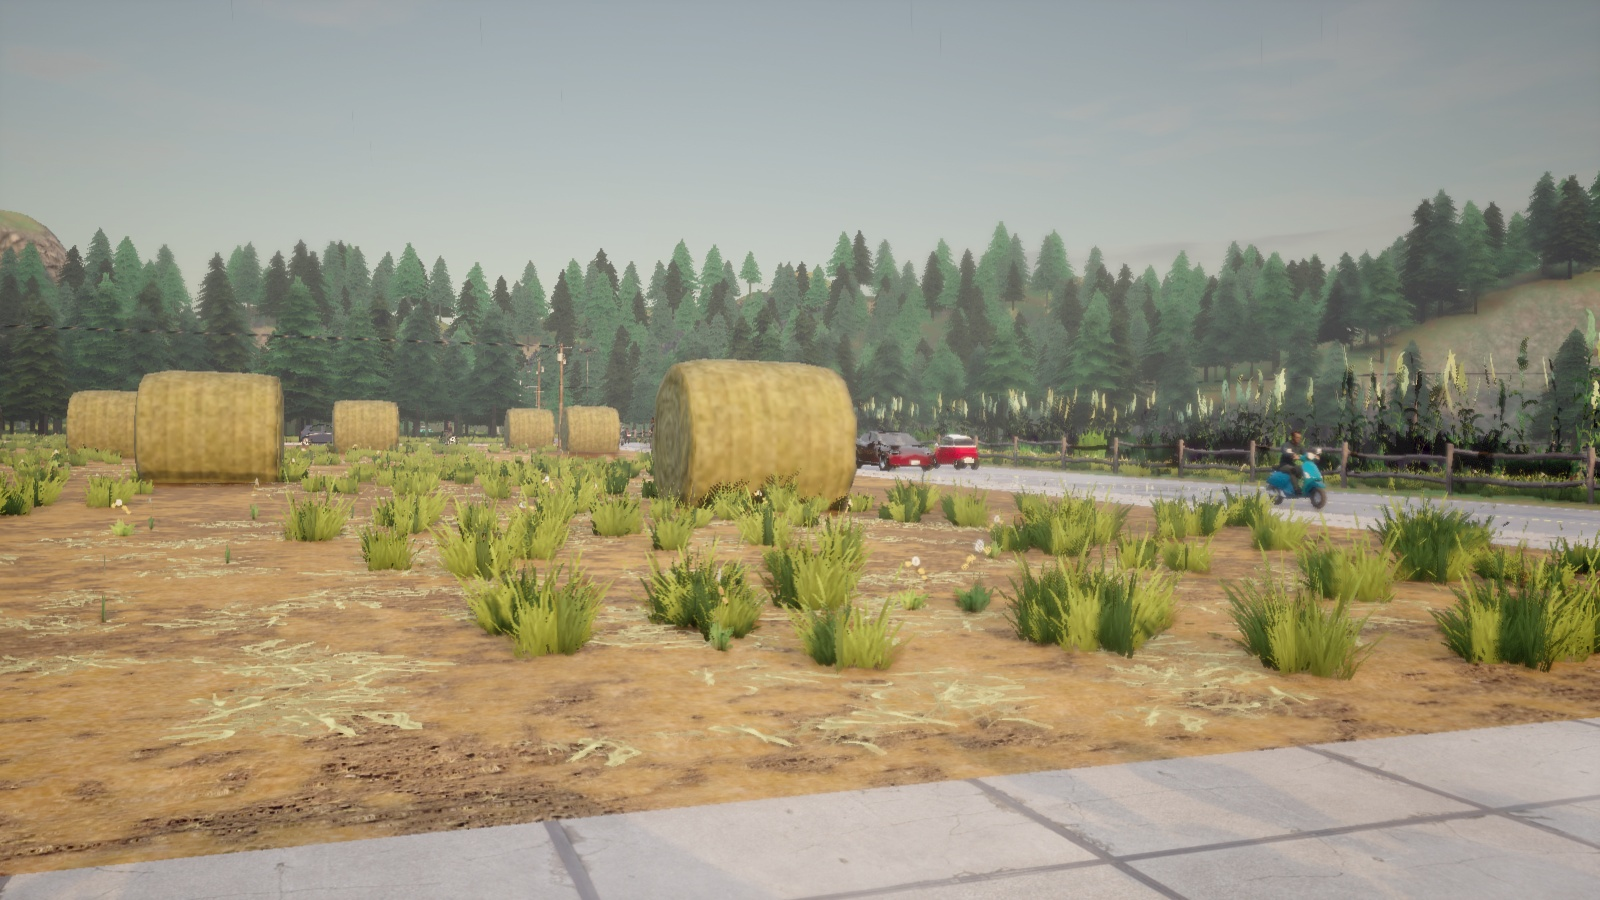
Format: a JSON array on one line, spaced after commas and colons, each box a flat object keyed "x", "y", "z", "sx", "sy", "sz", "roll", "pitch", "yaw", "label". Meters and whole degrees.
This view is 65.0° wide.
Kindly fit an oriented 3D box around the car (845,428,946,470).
[{"x": 3.565, "y": -0.059, "z": 47.999, "sx": 2.163, "sy": 1.488, "sz": 4.792, "roll": -1, "pitch": 1, "yaw": -18, "label": "car"}]

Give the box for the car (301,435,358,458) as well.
[{"x": -32.687, "y": -0.260, "z": 87.292, "sx": 3.633, "sy": 1.501, "sz": 1.845, "roll": -1, "pitch": 1, "yaw": -21, "label": "car"}]

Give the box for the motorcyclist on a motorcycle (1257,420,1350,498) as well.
[{"x": 10.606, "y": 0.169, "z": 26.520, "sx": 0.866, "sy": 1.590, "sz": 1.817, "roll": -1, "pitch": 1, "yaw": -17, "label": "motorcyclist on a motorcycle"}]

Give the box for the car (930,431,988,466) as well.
[{"x": 6.391, "y": -0.078, "z": 50.629, "sx": 1.481, "sy": 1.376, "sz": 2.207, "roll": -1, "pitch": 1, "yaw": -18, "label": "car"}]
